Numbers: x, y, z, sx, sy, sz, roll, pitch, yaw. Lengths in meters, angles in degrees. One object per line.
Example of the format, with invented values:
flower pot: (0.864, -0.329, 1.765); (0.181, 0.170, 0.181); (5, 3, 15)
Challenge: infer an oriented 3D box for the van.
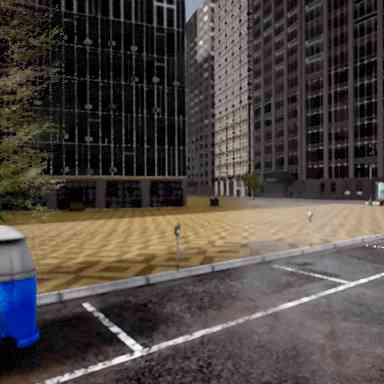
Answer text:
van: (-3.893, 1.354, 3.780); (3.998, 1.788, 1.690); (-1, 1, -35)
